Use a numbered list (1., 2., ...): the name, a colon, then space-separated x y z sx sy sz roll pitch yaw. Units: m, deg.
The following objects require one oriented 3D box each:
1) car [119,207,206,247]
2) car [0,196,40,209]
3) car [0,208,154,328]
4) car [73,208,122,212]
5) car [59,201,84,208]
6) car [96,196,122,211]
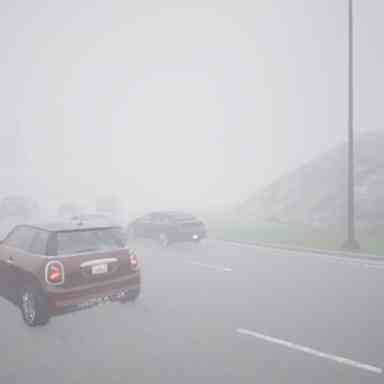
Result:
1. car: -1.370 1.624 15.831 1.837 1.490 4.892 0 0 -39
2. car: -15.227 1.409 29.660 2.150 2.045 5.566 0 0 -12
3. car: -3.165 1.403 7.434 4.553 1.767 2.097 0 -1 44
4. car: -4.334 1.623 14.000 1.812 1.442 4.674 0 0 -38
5. car: -12.372 1.735 34.258 1.837 1.490 4.892 0 0 -8
6. car: -9.207 1.482 37.153 2.150 2.045 5.566 0 0 -3
